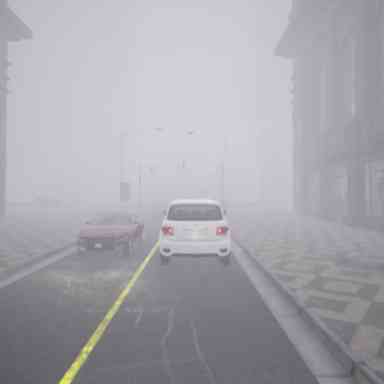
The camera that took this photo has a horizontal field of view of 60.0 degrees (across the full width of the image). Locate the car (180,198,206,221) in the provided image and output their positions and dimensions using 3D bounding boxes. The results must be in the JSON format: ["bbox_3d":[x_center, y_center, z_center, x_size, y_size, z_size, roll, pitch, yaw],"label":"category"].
[{"bbox_3d":[0.097,1.401,28.547,2.097,1.767,4.553,0,0,0],"label":"car"}]

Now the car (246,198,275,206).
[{"bbox_3d":[11.634,1.655,56.868,4.829,1.417,1.752,0,-1,0],"label":"car"}]

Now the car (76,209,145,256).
[{"bbox_3d":[-3.098,1.503,13.510,1.882,1.535,5.008,0,0,0],"label":"car"}]

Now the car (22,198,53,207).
[{"bbox_3d":[-26.289,1.802,56.741,4.507,1.381,1.887,0,-1,0],"label":"car"}]

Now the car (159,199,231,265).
[{"bbox_3d":[0.097,1.246,11.961,2.150,2.045,5.566,0,0,0],"label":"car"}]

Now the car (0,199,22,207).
[{"bbox_3d":[-31.814,1.823,56.719,4.507,1.381,1.887,0,-1,0],"label":"car"}]

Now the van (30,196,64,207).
[{"bbox_3d":[-20.753,1.415,48.210,3.998,1.788,1.690,0,-1,0],"label":"van"}]

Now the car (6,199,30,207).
[{"bbox_3d":[-26.277,1.639,48.187,4.507,1.381,1.887,0,-1,0],"label":"car"}]
